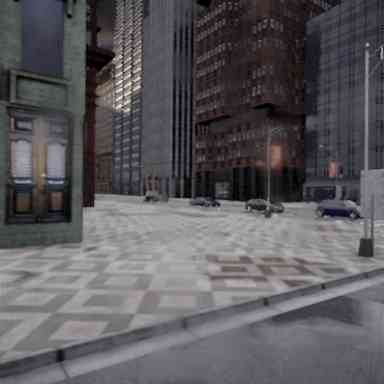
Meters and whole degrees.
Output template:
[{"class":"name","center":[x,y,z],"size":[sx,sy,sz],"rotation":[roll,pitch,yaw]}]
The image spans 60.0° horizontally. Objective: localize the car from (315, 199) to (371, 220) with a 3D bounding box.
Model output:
[{"class":"car","center":[13.214,1.448,29.035],"size":[2.097,1.767,4.553],"rotation":[1,0,-35]}]

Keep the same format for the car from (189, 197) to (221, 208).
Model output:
[{"class":"car","center":[1.674,1.390,45.437],"size":[2.033,1.411,5.357],"rotation":[1,0,-35]}]

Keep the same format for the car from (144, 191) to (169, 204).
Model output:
[{"class":"car","center":[-6.130,0.898,56.658],"size":[2.150,2.045,5.566],"rotation":[1,0,-35]}]

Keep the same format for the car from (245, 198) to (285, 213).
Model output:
[{"class":"car","center":[7.932,1.483,36.538],"size":[1.837,1.490,4.892],"rotation":[1,0,-35]}]
